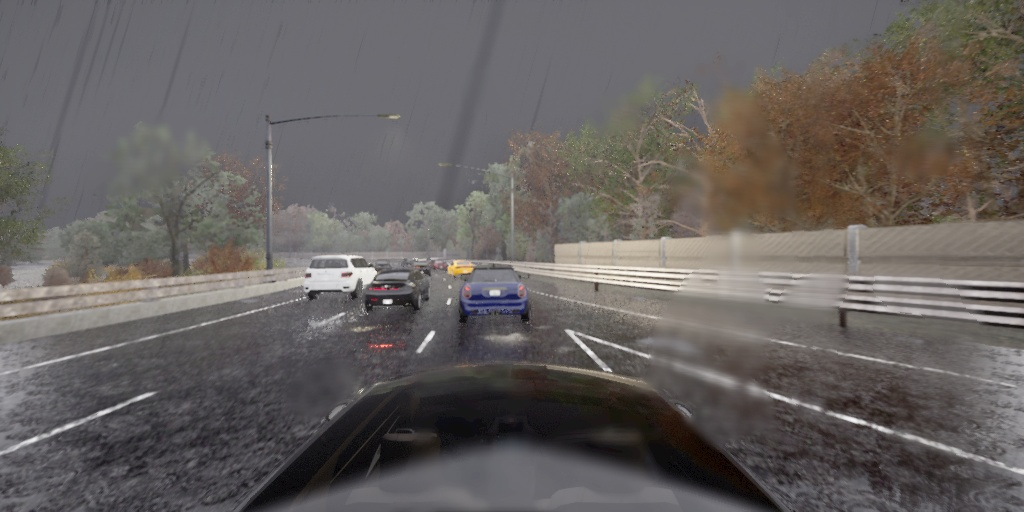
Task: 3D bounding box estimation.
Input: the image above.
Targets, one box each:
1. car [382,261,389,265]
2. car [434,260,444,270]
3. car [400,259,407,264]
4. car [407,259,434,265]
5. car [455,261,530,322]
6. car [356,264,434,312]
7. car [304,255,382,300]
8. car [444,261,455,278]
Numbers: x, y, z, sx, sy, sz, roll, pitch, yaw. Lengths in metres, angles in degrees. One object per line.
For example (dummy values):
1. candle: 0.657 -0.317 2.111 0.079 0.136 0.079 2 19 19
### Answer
1. car: -14.433 1.247 39.751 1.837 1.490 4.892 0 0 -21
2. car: -9.655 1.212 46.472 1.812 1.442 4.674 0 0 -23
3. car: -17.717 1.207 61.450 1.837 1.490 4.892 0 0 -32
4. car: -8.907 1.222 34.644 1.837 1.490 4.892 0 0 -17
5. car: -0.696 1.075 12.369 2.097 1.767 4.553 0 0 -5
6. car: -4.383 1.251 14.230 1.837 1.490 4.892 0 0 -7
7. car: -8.439 0.986 18.128 2.150 2.045 5.566 0 0 -8
8. car: -4.735 1.168 32.991 1.882 1.535 5.008 0 0 -17
